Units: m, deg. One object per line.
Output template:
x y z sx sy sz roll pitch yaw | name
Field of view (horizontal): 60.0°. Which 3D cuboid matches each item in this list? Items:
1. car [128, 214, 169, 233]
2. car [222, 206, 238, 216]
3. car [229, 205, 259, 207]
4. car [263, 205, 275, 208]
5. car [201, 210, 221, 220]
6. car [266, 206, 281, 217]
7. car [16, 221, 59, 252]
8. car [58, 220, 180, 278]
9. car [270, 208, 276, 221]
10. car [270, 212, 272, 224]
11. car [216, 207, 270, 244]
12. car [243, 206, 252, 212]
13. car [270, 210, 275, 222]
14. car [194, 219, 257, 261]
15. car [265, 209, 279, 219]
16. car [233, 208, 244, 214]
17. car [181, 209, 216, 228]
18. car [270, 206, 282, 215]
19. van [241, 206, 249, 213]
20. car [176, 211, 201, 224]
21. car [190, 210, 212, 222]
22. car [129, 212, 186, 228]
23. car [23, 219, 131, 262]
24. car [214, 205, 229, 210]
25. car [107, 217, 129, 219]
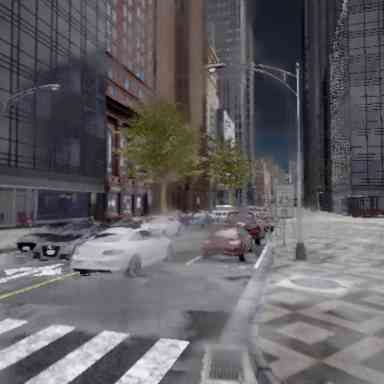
-3.468 2.550 27.409 1.802 1.307 4.206 -1 -2 16 | car
7.551 3.658 65.302 2.192 1.841 5.009 -1 -2 16 | car
6.279 2.604 39.627 2.150 2.045 5.566 -1 -3 17 | car
11.012 2.948 46.683 2.192 1.841 5.009 -1 -2 16 | car
2.828 3.313 49.057 1.947 1.339 4.313 -1 -2 16 | car
14.160 3.345 57.505 2.192 1.841 5.009 -1 -2 16 | car
-6.616 2.154 16.585 1.947 1.339 4.313 -1 -2 16 | car
-2.167 1.914 11.462 1.812 1.442 4.674 -2 -2 18 | car
9.438 2.980 41.263 1.887 1.381 4.507 -1 -2 16 | car
4.717 2.420 25.029 1.947 1.339 4.313 -1 -2 16 | car
3.143 1.978 19.628 2.192 1.841 5.009 -1 -2 16 | car
15.421 4.808 92.354 1.967 1.590 4.097 -1 -2 16 | car
6.291 2.612 30.440 1.947 1.339 4.313 -1 -2 16 | car
1.569 2.056 14.206 1.802 1.307 4.206 -1 -2 16 | car
12.586 3.397 52.084 1.947 1.339 4.313 -1 -2 16 | car
10.699 4.324 76.114 1.802 1.307 4.206 -1 -2 16 | car
0.730 2.645 31.958 1.812 1.442 4.674 -1 -2 17 | car
17.309 3.743 68.327 2.192 1.841 5.009 -1 -2 16 | car
13.846 4.499 86.947 1.690 1.788 3.998 -1 -2 16 | van
-0.320 2.936 38.233 1.802 1.307 4.206 -1 -2 16 | car
1.207 3.069 43.483 1.752 1.417 4.829 -1 -2 16 | car
-2.149 2.295 22.080 1.812 1.442 4.674 -1 -2 16 | car
-4.538 2.047 13.869 1.994 1.385 4.181 -1 -2 16 | car
3.891 2.726 42.627 2.150 2.045 5.566 -1 -2 17 | car
-5.042 2.342 21.998 1.947 1.339 4.313 -1 -2 16 | car
